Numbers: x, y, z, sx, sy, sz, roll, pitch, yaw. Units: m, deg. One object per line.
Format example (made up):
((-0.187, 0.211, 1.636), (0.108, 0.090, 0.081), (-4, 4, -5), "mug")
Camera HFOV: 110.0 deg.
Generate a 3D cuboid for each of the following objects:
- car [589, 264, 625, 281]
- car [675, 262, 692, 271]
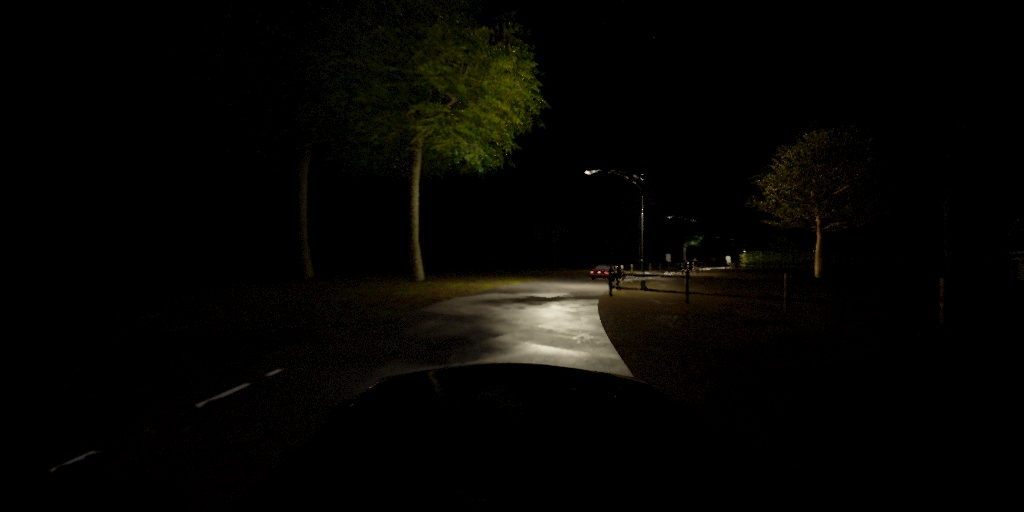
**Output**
((8.440, 1.406, 31.516), (2.033, 1.411, 5.357), (0, 0, 32), "car")
((27.896, 1.721, 58.378), (1.994, 1.385, 4.181), (0, -1, 36), "car")
